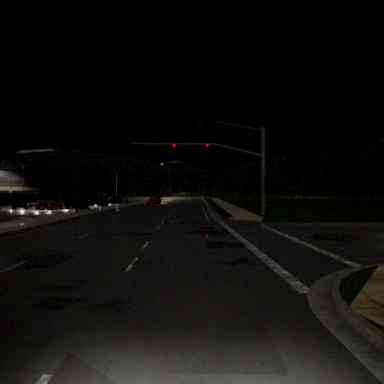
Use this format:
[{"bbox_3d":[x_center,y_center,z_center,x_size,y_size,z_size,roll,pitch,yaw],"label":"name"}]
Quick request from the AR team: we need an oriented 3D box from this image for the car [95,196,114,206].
[{"bbox_3d":[-15.002,1.542,54.761,2.033,1.411,5.357,0,0,1],"label":"car"}]

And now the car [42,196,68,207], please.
[{"bbox_3d":[-22.025,1.486,53.747,2.128,1.511,4.902,0,0,1],"label":"car"}]

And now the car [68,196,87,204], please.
[{"bbox_3d":[-21.819,1.558,63.504,1.994,1.385,4.181,0,0,1],"label":"car"}]

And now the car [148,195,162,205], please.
[{"bbox_3d":[-6.772,1.346,60.875,2.097,1.767,4.553,0,0,1],"label":"car"}]

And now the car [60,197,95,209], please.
[{"bbox_3d":[-15.260,1.543,44.703,2.033,1.411,5.357,0,0,2],"label":"car"}]

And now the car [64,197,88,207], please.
[{"bbox_3d":[-18.531,1.542,53.417,2.033,1.411,5.357,0,0,1],"label":"car"}]

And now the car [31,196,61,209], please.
[{"bbox_3d":[-18.779,1.348,44.008,2.097,1.767,4.553,0,0,2],"label":"car"}]

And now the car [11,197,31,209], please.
[{"bbox_3d":[-22.255,1.501,44.624,1.837,1.490,4.892,0,0,2],"label":"car"}]

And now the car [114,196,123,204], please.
[{"bbox_3d":[-14.787,1.499,64.937,1.837,1.490,4.892,0,0,1],"label":"car"}]

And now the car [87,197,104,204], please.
[{"bbox_3d":[-18.321,1.595,63.372,1.895,1.301,4.718,0,0,1],"label":"car"}]
